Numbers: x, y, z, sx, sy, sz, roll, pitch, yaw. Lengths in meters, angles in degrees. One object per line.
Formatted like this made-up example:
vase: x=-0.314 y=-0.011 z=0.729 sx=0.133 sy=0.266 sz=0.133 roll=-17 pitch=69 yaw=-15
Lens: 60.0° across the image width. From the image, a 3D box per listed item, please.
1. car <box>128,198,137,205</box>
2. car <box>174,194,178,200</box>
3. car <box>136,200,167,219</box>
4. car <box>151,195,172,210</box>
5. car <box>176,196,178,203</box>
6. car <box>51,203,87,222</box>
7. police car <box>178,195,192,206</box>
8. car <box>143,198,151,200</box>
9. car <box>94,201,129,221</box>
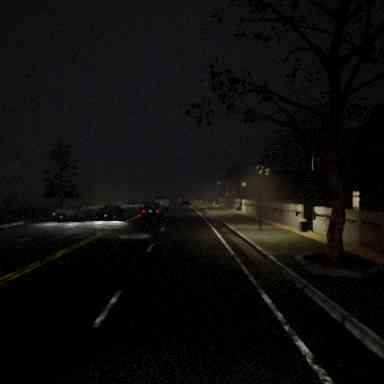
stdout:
car: x=-12.349 y=1.948 z=68.653 sx=1.812 sy=1.442 sz=4.674 roll=0 pitch=0 yaw=-4
car: x=-2.358 y=1.694 z=78.190 sx=2.150 sy=2.045 sz=5.566 roll=0 pitch=0 yaw=-5
car: x=-3.690 y=1.722 z=31.315 sx=2.033 sy=1.411 sz=5.357 roll=0 pitch=0 yaw=-2
car: x=-4.477 y=1.506 z=49.109 sx=2.150 sy=2.045 sz=5.566 roll=0 pitch=-1 yaw=-3
car: x=-1.861 y=1.954 z=72.140 sx=1.812 sy=1.442 sz=4.674 roll=0 pitch=0 yaw=-5
car: x=-10.302 y=1.691 z=28.316 sx=1.812 sy=1.442 sz=4.674 roll=0 pitch=0 yaw=-2
police car: x=-1.133 y=1.788 z=62.211 sx=1.930 sy=1.638 sz=5.238 roll=0 pitch=0 yaw=-4
car: x=-9.142 y=1.897 z=69.336 sx=1.882 sy=1.535 sz=5.008 roll=0 pitch=0 yaw=-4
car: x=-7.074 y=1.729 z=28.988 sx=1.994 sy=1.385 sz=4.181 roll=0 pitch=0 yaw=-2
